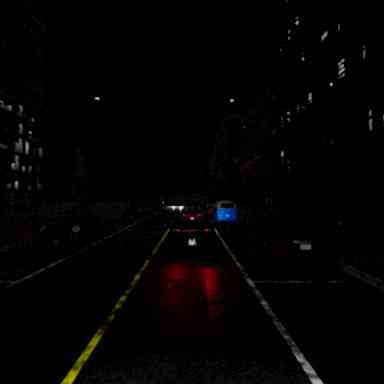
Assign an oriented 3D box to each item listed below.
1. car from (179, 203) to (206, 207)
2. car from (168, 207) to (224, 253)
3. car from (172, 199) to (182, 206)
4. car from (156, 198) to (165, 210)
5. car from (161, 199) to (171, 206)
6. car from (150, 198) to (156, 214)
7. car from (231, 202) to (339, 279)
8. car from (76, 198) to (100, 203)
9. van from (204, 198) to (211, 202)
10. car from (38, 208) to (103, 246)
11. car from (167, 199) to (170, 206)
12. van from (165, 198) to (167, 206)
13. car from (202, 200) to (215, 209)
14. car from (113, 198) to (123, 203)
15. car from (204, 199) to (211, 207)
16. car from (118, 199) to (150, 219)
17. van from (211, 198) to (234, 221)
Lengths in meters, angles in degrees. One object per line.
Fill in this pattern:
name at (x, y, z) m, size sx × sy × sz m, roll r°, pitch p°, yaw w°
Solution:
car at (0.010, 1.868, 29.115) m, size 1.895 × 1.301 × 4.718 m, roll 0°, pitch 0°, yaw 0°
car at (0.008, 1.626, 14.301) m, size 2.128 × 1.511 × 4.902 m, roll 0°, pitch 0°, yaw 0°
car at (-2.982, 2.182, 67.979) m, size 1.895 × 1.301 × 4.718 m, roll 0°, pitch 0°, yaw 0°
car at (-5.632, 1.986, 49.790) m, size 1.887 × 1.381 × 4.507 m, roll 1°, pitch 0°, yaw 0°
car at (-5.625, 2.165, 72.373) m, size 1.887 × 1.381 × 4.507 m, roll 1°, pitch 0°, yaw 0°
car at (-5.634, 1.788, 38.501) m, size 1.967 × 1.590 × 4.097 m, roll 1°, pitch 0°, yaw 0°
car at (2.706, 1.412, 10.300) m, size 2.192 × 1.841 × 5.009 m, roll 1°, pitch -1°, yaw 0°
car at (-26.352, 2.201, 84.147) m, size 4.097 × 1.590 × 1.967 m, roll 0°, pitch -1°, yaw 1°
van at (2.719, 1.783, 49.822) m, size 1.690 × 1.788 × 3.998 m, roll 1°, pitch 0°, yaw 0°
car at (-5.678, 1.589, 15.917) m, size 1.967 × 1.590 × 4.097 m, roll 1°, pitch -1°, yaw 0°
car at (-5.625, 2.016, 66.728) m, size 1.967 × 1.590 × 4.097 m, roll 1°, pitch 0°, yaw 0°
van at (-5.628, 1.828, 55.438) m, size 1.690 × 1.788 × 3.998 m, roll 1°, pitch 0°, yaw 0°
car at (2.717, 2.054, 55.466) m, size 1.947 × 1.339 × 4.313 m, roll 1°, pitch 0°, yaw 0°
car at (-19.690, 2.472, 92.689) m, size 4.403 × 1.369 × 2.008 m, roll 0°, pitch -1°, yaw 1°
car at (2.712, 1.893, 38.530) m, size 1.887 × 1.381 × 4.507 m, roll 1°, pitch 0°, yaw 0°
car at (-5.642, 1.739, 32.854) m, size 1.967 × 1.590 × 4.097 m, roll 1°, pitch -1°, yaw 0°
van at (2.711, 1.591, 27.238) m, size 1.690 × 1.788 × 3.998 m, roll 1°, pitch -1°, yaw 0°
